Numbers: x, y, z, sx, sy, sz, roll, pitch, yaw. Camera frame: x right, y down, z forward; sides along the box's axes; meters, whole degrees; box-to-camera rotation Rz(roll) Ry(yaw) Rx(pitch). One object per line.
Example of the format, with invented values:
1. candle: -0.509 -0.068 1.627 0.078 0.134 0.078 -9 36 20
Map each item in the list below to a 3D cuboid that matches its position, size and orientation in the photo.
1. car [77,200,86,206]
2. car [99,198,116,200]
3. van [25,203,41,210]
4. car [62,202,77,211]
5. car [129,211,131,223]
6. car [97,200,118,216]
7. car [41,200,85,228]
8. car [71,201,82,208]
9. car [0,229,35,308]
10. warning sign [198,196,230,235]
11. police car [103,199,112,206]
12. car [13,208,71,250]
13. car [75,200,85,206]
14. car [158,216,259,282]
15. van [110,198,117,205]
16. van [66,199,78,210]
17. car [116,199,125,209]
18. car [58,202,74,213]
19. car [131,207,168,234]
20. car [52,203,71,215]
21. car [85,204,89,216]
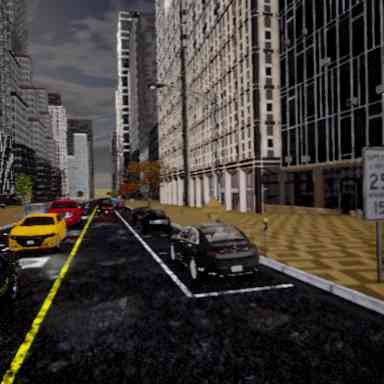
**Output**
1. car: -29.600 2.926 89.162 2.008 1.369 4.403 -3 0 -15
2. car: -12.757 1.848 48.972 2.150 2.045 5.566 -2 0 -15
3. van: -13.486 1.881 29.431 1.690 1.788 3.998 -3 0 -15
4. car: -20.806 2.454 56.582 1.887 1.381 4.507 -3 0 -15
5. car: -3.923 1.809 26.186 1.947 1.339 4.313 -3 0 -15
6. car: -10.027 1.994 38.901 1.837 1.490 4.892 -2 0 -15
7. car: -9.745 1.632 25.585 2.150 2.045 5.566 -2 0 -14
8. car: -25.203 2.684 72.871 1.887 1.381 4.507 -3 0 -15
9. car: -4.363 1.704 5.708 2.033 1.411 5.357 -2 0 -16
10. warning sign: 1.095 1.165 16.770 1.300 1.860 1.060 -1 0 -15
11. police car: -21.210 2.514 83.389 1.930 1.638 5.238 -2 0 -15
12. car: -7.044 1.759 15.574 1.882 1.535 5.008 -2 0 -15
13. car: -28.134 2.847 83.733 2.008 1.369 4.403 -3 0 -15
14. car: 0.475 1.586 9.895 2.008 1.369 4.403 -3 0 -15
15. van: -21.524 2.491 91.349 1.690 1.788 3.998 -3 0 -15
16. van: -22.281 2.327 62.011 1.690 1.788 3.998 -3 0 -15
17. car: -12.718 2.266 58.768 1.802 1.307 4.206 -3 0 -15
18. car: -19.297 2.356 50.987 1.752 1.417 4.829 -3 0 -15
19. car: -2.457 1.739 20.756 1.947 1.339 4.313 -3 0 -15
20. car: -17.874 2.309 45.721 2.008 1.369 4.403 -3 0 -15
21. car: -13.608 2.142 40.278 1.837 1.490 4.892 -2 0 -15
